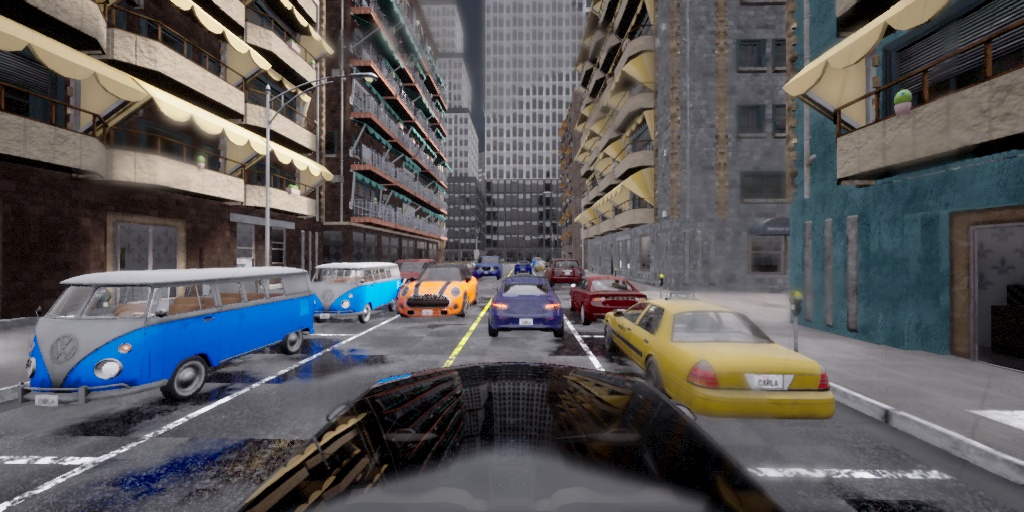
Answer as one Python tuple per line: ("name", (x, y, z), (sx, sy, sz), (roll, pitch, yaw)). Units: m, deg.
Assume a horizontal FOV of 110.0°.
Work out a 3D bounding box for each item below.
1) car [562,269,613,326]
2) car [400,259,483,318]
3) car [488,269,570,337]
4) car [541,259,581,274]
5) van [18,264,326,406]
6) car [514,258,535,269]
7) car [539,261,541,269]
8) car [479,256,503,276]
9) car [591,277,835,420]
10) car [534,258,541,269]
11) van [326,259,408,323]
("car", (2.896, 1.297, 11.519), (1.888, 1.381, 4.507), (0, 0, 2))
("car", (-2.474, 1.104, 12.983), (2.097, 1.767, 4.553), (0, 0, 2))
("car", (0.386, 1.277, 10.147), (1.812, 1.442, 4.674), (0, 0, 2))
("car", (3.216, 1.071, 22.795), (2.192, 1.841, 5.009), (0, 0, 2))
("van", (-5.141, 1.091, 6.104), (1.690, 1.789, 3.998), (0, 0, 2))
("car", (1.230, 1.242, 39.877), (1.882, 1.535, 5.008), (0, 0, 2))
("car", (3.381, 1.284, 28.603), (1.751, 1.417, 4.829), (0, 0, 2))
("car", (-1.965, 0.981, 31.162), (2.150, 2.045, 5.566), (0, 0, 2))
("car", (2.741, 1.276, 6.051), (1.751, 1.417, 4.829), (0, 0, 2))
("car", (3.861, 1.294, 45.517), (1.751, 1.417, 4.829), (0, 0, 2))
("van", (-4.981, 1.093, 11.742), (1.690, 1.789, 3.998), (0, 0, 2))
